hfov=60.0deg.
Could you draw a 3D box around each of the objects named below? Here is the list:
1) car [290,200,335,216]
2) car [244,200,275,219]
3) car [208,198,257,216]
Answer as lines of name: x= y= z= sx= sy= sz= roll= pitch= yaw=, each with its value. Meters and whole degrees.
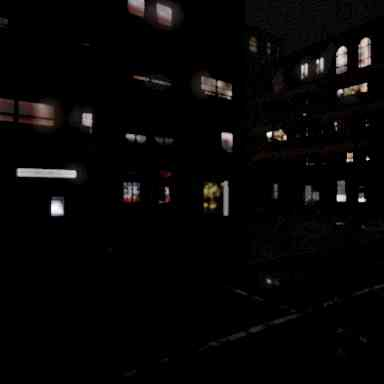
car: x=11.441 y=1.495 z=31.884 sx=2.008 sy=1.369 sz=4.403 roll=0 pitch=0 yaw=-36
car: x=4.833 y=1.359 z=27.132 sx=1.967 sy=1.590 sz=4.097 roll=0 pitch=0 yaw=-36
car: x=3.915 y=1.446 z=33.032 sx=1.882 sy=1.535 sz=5.008 roll=0 pitch=0 yaw=-36
